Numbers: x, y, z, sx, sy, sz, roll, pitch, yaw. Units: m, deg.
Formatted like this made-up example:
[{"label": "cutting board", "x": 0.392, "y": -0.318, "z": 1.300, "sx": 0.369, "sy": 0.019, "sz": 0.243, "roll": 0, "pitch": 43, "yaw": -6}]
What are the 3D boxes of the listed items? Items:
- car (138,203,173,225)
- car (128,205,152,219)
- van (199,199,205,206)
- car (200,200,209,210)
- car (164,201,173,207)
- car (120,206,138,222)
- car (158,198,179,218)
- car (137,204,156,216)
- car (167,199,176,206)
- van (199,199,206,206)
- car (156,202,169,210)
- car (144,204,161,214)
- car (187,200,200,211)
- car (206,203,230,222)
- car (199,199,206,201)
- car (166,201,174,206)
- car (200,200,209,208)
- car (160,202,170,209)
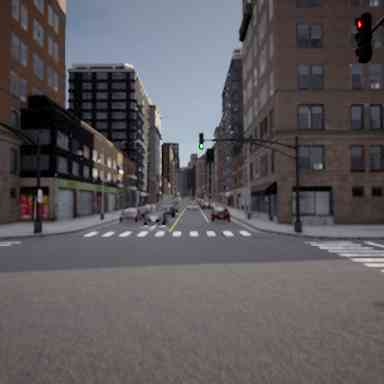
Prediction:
[{"label": "car", "x": -3.073, "y": 2.017, "z": 29.070, "sx": 2.128, "sy": 1.511, "sz": 4.902, "roll": 0, "pitch": -1, "yaw": 0}, {"label": "car", "x": -5.836, "y": 2.259, "z": 37.865, "sx": 1.947, "sy": 1.339, "sz": 4.313, "roll": 0, "pitch": -1, "yaw": 0}, {"label": "van", "x": 2.804, "y": 2.931, "z": 93.706, "sx": 1.690, "sy": 1.788, "sz": 3.998, "roll": 0, "pitch": -1, "yaw": 0}, {"label": "car", "x": 2.746, "y": 2.613, "z": 60.192, "sx": 1.802, "sy": 1.307, "sz": 4.206, "roll": 0, "pitch": -1, "yaw": 0}, {"label": "car", "x": -5.750, "y": 2.973, "z": 82.376, "sx": 1.752, "sy": 1.417, "sz": 4.829, "roll": 0, "pitch": -1, "yaw": 0}, {"label": "car", "x": -5.846, "y": 2.178, "z": 32.280, "sx": 1.802, "sy": 1.307, "sz": 4.206, "roll": 0, "pitch": -1, "yaw": 0}, {"label": "car", "x": -3.056, "y": 1.925, "z": 39.320, "sx": 2.150, "sy": 2.045, "sz": 5.566, "roll": 0, "pitch": -1, "yaw": 0}, {"label": "car", "x": -5.825, "y": 2.312, "z": 43.281, "sx": 1.752, "sy": 1.417, "sz": 4.829, "roll": 0, "pitch": -1, "yaw": 0}, {"label": "car", "x": -5.727, "y": 2.950, "z": 93.720, "sx": 2.192, "sy": 1.841, "sz": 5.009, "roll": 0, "pitch": -1, "yaw": 0}, {"label": "van", "x": 2.794, "y": 2.839, "z": 88.121, "sx": 1.690, "sy": 1.788, "sz": 3.998, "roll": 0, "pitch": -1, "yaw": 0}, {"label": "car", "x": -5.782, "y": 2.721, "z": 65.791, "sx": 2.008, "sy": 1.369, "sz": 4.403, "roll": 0, "pitch": -1, "yaw": 0}, {"label": "car", "x": -5.814, "y": 2.437, "z": 49.036, "sx": 2.008, "sy": 1.369, "sz": 4.403, "roll": 0, "pitch": -1, "yaw": 0}, {"label": "car", "x": 0.069, "y": 2.627, "z": 59.056, "sx": 1.895, "sy": 1.301, "sz": 4.718, "roll": 0, "pitch": -1, "yaw": 0}, {"label": "car", "x": 2.699, "y": 2.096, "z": 32.268, "sx": 1.887, "sy": 1.381, "sz": 4.507, "roll": 0, "pitch": -1, "yaw": 0}, {"label": "car", "x": 2.756, "y": 2.566, "z": 65.780, "sx": 1.967, "sy": 1.590, "sz": 4.097, "roll": 0, "pitch": -1, "yaw": 0}, {"label": "car", "x": -5.739, "y": 3.125, "z": 88.131, "sx": 1.802, "sy": 1.307, "sz": 4.206, "roll": 0, "pitch": -1, "yaw": 0}, {"label": "car", "x": 2.775, "y": 2.753, "z": 76.949, "sx": 1.967, "sy": 1.590, "sz": 4.097, "roll": 0, "pitch": -1, "yaw": 0}, {"label": "car", "x": -5.771, "y": 2.830, "z": 71.376, "sx": 1.947, "sy": 1.339, "sz": 4.313, "roll": 0, "pitch": -1, "yaw": 0}]
